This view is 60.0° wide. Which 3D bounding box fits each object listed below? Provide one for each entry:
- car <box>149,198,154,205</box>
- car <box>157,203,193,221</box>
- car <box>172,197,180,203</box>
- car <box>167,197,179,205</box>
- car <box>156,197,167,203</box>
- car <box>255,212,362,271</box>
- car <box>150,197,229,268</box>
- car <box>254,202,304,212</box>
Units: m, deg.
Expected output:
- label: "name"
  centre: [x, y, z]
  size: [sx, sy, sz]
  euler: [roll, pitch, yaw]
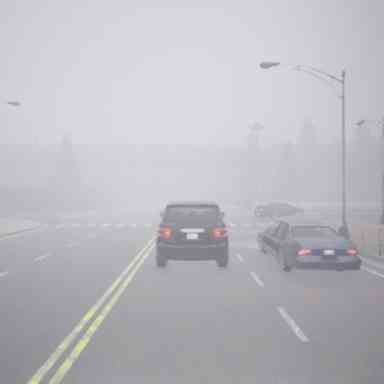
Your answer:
- label: "car"
  centre: [-7.318, 1.913, 65.893]
  size: [1.994, 1.385, 4.181]
  euler: [0, 0, 0]
- label: "car"
  centre: [-1.627, 1.747, 29.592]
  size: [1.895, 1.301, 4.718]
  euler: [0, 0, -20]
- label: "car"
  centre: [-3.907, 1.988, 81.599]
  size: [1.994, 1.385, 4.181]
  euler: [0, 0, 0]
- label: "car"
  centre: [-3.822, 1.851, 66.411]
  size: [2.128, 1.511, 4.902]
  euler: [0, 0, 0]
- label: "car"
  centre: [-7.397, 1.971, 80.938]
  size: [2.033, 1.411, 5.357]
  euler: [0, 0, 0]
- label: "car"
  centre: [3.514, 1.607, 11.028]
  size: [2.033, 1.411, 5.357]
  euler: [0, 0, 0]
- label: "car"
  centre: [0.013, 1.287, 11.668]
  size: [2.150, 2.045, 5.566]
  euler: [0, 0, 0]
- label: "car"
  centre: [7.882, 1.649, 29.849]
  size: [4.892, 1.490, 1.837]
  euler: [0, -4, -28]
